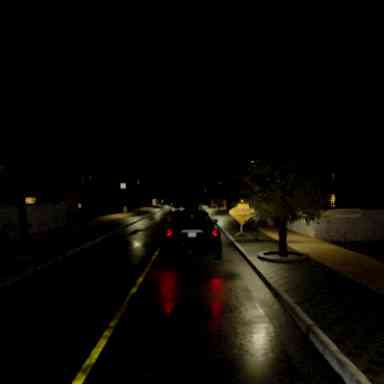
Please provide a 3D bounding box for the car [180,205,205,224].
[{"bbox_3d":[0.019,1.879,28.475,1.994,1.385,4.181,0,-1,0],"label":"car"}]

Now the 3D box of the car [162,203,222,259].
[{"bbox_3d":[0.017,1.492,13.414,2.097,1.767,4.553,0,-1,0],"label":"car"}]

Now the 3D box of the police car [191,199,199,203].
[{"bbox_3d":[0.828,2.599,87.118,1.930,1.638,5.238,0,-1,0],"label":"police car"}]

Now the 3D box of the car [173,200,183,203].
[{"bbox_3d":[-2.771,2.289,64.520,1.882,1.535,5.008,0,-1,1],"label":"car"}]

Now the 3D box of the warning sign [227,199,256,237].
[{"bbox_3d":[2.530,1.296,16.990,1.300,1.860,1.060,1,0,0],"label":"warning sign"}]
